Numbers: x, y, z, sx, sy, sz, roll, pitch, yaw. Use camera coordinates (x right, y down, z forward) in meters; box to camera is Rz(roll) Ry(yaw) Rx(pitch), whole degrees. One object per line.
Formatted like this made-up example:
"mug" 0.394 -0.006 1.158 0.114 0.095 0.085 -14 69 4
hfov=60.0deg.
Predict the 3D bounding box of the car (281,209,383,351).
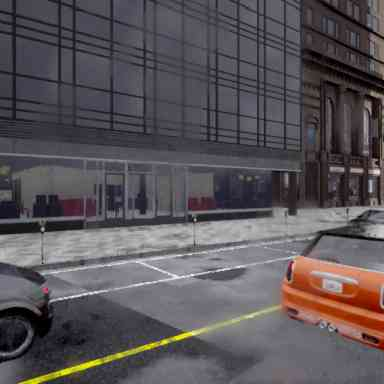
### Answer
"car" 3.730 1.353 5.972 4.553 1.767 2.097 0 0 -35

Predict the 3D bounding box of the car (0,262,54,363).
"car" -4.080 1.564 4.332 4.181 1.385 1.994 0 0 -36
